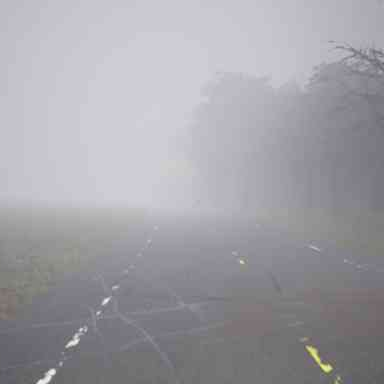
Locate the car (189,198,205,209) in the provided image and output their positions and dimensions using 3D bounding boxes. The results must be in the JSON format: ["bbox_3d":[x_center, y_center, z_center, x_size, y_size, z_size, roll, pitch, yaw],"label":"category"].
[{"bbox_3d":[0.682,1.646,48.833,1.837,1.490,4.892,0,0,-7],"label":"car"}]

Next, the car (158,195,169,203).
[{"bbox_3d":[-6.039,1.379,70.260,2.097,1.767,4.553,0,0,-10],"label":"car"}]

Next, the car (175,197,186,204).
[{"bbox_3d":[-2.494,1.703,70.297,2.033,1.411,5.357,0,0,-10],"label":"car"}]
